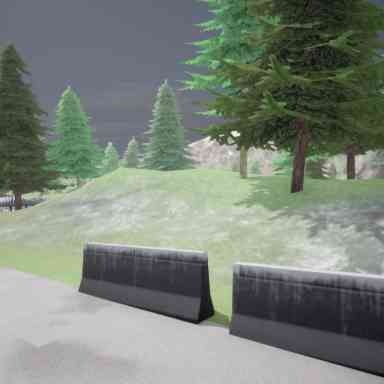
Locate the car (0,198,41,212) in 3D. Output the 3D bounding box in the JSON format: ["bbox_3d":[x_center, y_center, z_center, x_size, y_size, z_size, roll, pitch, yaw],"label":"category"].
[{"bbox_3d":[-19.896,1.399,36.614,2.128,1.511,4.902,0,0,44],"label":"car"}]

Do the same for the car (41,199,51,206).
[{"bbox_3d":[-19.858,1.459,41.555,4.181,1.385,1.994,0,0,-43],"label":"car"}]
